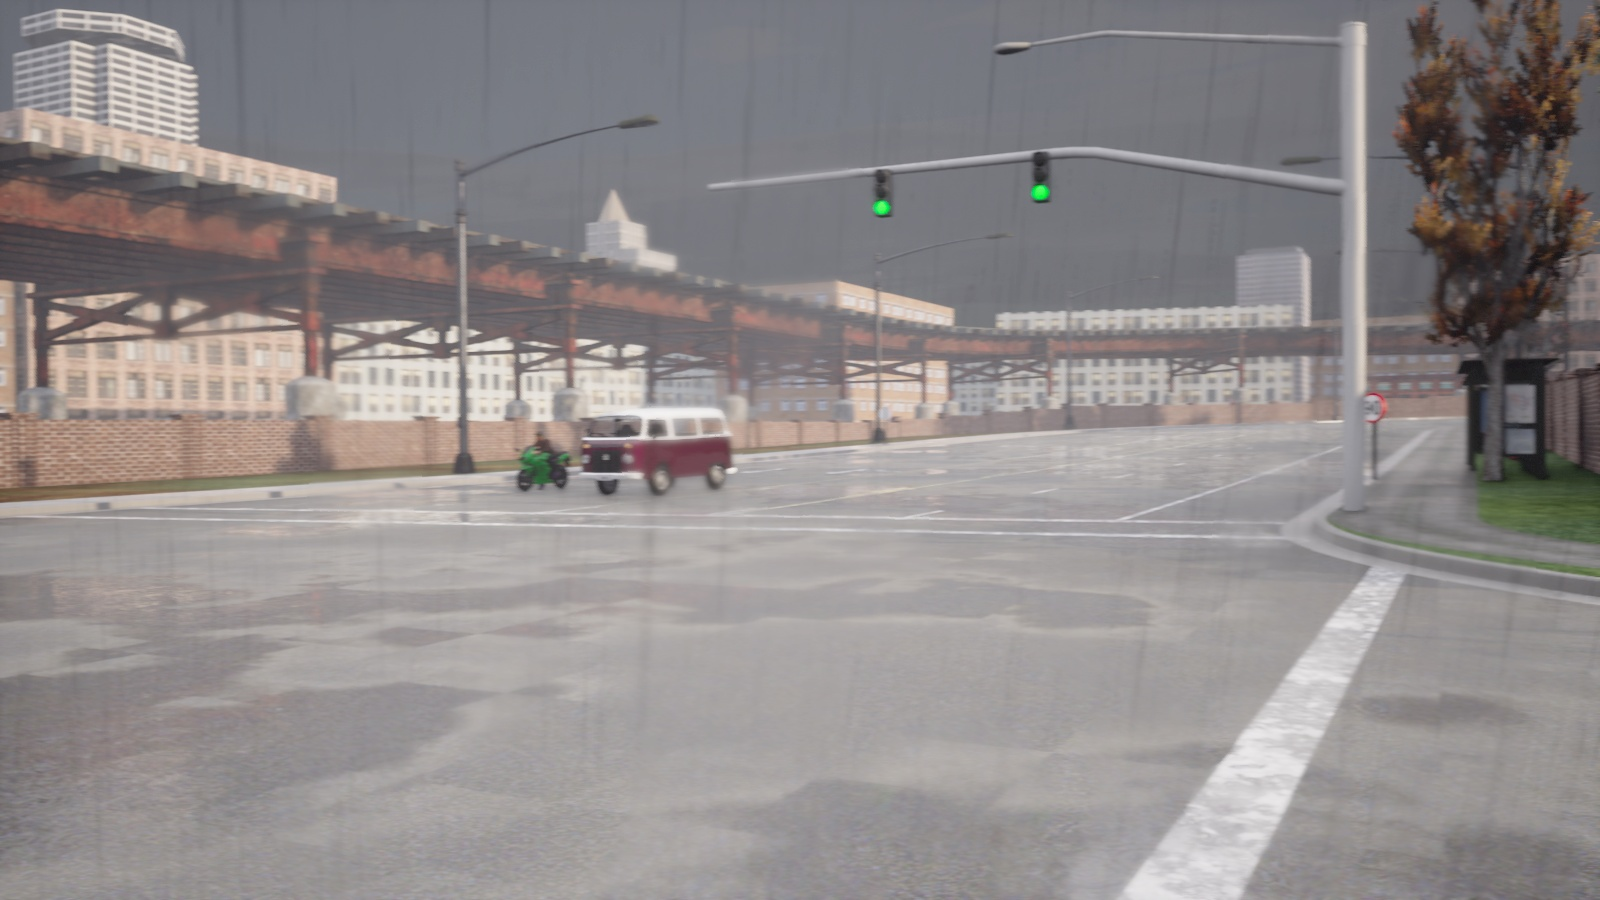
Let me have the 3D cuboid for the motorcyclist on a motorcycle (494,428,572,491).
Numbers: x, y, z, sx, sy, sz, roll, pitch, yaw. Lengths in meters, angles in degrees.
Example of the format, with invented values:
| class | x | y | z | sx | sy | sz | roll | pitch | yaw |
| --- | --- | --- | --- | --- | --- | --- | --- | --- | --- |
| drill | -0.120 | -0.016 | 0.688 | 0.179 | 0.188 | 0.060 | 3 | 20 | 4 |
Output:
| class | x | y | z | sx | sy | sz | roll | pitch | yaw |
| --- | --- | --- | --- | --- | --- | --- | --- | --- | --- |
| motorcyclist on a motorcycle | -6.759 | 0.219 | 31.861 | 0.797 | 1.523 | 2.044 | 0 | 2 | 28 |

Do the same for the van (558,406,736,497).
| class | x | y | z | sx | sy | sz | roll | pitch | yaw |
| --- | --- | --- | --- | --- | --- | --- | --- | --- | --- |
| van | -3.589 | -0.027 | 30.368 | 2.069 | 2.038 | 4.480 | 0 | 2 | 28 |
